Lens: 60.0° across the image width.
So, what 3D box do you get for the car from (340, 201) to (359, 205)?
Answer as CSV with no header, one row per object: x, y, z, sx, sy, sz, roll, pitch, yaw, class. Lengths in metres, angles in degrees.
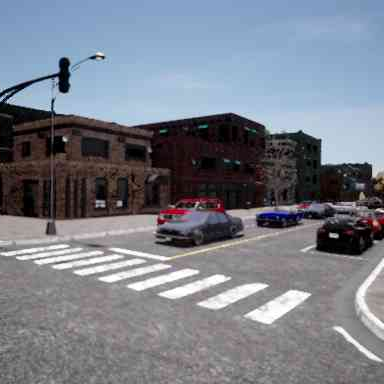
18.273,1.954,40.179,1.895,1.301,4.718,2,0,37,car

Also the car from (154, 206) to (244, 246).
0.593,1.613,16.150,2.033,1.411,5.357,2,0,37,car

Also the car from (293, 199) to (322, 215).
13.194,1.688,37.709,1.967,1.590,4.097,1,0,36,car

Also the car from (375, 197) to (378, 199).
29.570,1.915,50.289,2.097,1.767,4.553,2,0,37,car

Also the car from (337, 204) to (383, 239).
10.124,1.711,19.330,1.967,1.590,4.097,1,0,36,car

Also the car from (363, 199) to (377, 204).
22.983,1.963,41.276,1.837,1.490,4.892,2,1,36,car

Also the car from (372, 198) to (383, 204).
45.963,2.217,82.479,1.967,1.590,4.097,1,0,36,car

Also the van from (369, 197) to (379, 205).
42.687,2.065,78.003,1.690,1.788,3.998,1,0,36,van

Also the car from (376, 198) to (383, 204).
19.956,1.745,32.761,2.192,1.841,5.009,1,0,36,car

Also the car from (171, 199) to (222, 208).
0.088,1.350,19.801,2.192,1.841,5.009,1,0,36,car

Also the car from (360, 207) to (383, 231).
13.500,1.851,23.945,1.752,1.417,4.829,1,0,36,car

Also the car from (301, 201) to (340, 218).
12.190,1.802,31.942,2.033,1.411,5.357,2,0,36,car

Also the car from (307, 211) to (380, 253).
6.845,1.783,14.853,1.947,1.339,4.313,1,0,36,car

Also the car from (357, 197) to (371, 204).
32.854,2.117,64.571,2.008,1.369,4.403,1,0,36,car

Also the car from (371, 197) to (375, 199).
39.411,1.987,73.525,2.192,1.841,5.009,1,0,36,car

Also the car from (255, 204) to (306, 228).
6.292,1.759,23.895,1.895,1.301,4.718,2,0,36,car
